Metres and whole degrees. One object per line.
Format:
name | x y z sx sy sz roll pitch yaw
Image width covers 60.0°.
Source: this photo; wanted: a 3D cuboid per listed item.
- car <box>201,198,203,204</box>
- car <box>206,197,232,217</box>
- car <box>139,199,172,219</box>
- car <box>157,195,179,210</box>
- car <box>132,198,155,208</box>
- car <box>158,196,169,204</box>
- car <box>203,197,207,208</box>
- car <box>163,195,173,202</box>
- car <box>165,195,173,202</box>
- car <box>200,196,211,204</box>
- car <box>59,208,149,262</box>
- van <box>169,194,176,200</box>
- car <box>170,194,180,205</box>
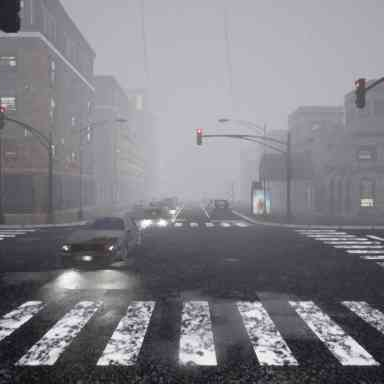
car | 2.717 1.571 48.906 2.008 1.369 4.403 0 0 0
car | 2.705 1.446 31.815 1.967 1.590 4.097 0 0 0
car | -3.083 1.567 28.960 1.994 1.385 4.181 0 0 0
car | -3.065 1.520 43.068 1.837 1.490 4.892 0 0 0
car | -5.671 1.561 37.506 2.008 1.369 4.403 0 0 0
car | -5.652 1.565 65.819 1.752 1.417 4.829 0 0 0
car | 2.714 1.597 43.209 1.802 1.307 4.206 0 0 0
car | -5.646 1.497 77.382 1.967 1.590 4.097 0 0 0
car | -5.640 1.592 82.908 1.752 1.417 4.829 -1 0 0
car | 2.729 1.591 65.996 2.008 1.369 4.403 -1 0 0
car | -3.086 1.555 12.473 2.033 1.411 5.357 0 0 0
van | -5.634 1.430 94.472 1.690 1.788 3.998 -1 0 0
car | -3.031 1.531 56.217 1.837 1.490 4.892 0 0 1
